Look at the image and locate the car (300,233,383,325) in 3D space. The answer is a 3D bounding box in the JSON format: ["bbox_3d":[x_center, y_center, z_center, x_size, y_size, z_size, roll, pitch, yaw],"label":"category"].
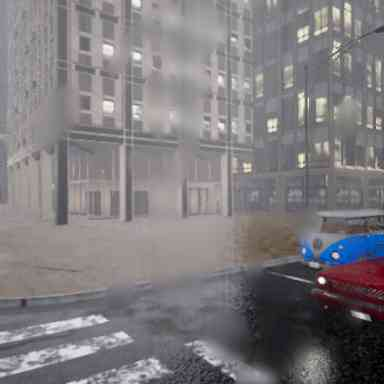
[{"bbox_3d":[4.464,1.652,6.548,4.718,1.301,1.895,0,-1,-35],"label":"car"}]

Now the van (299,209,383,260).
[{"bbox_3d":[4.978,1.429,10.100,3.998,1.788,1.690,0,-1,-35],"label":"van"}]
